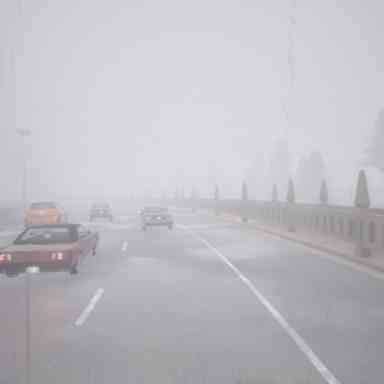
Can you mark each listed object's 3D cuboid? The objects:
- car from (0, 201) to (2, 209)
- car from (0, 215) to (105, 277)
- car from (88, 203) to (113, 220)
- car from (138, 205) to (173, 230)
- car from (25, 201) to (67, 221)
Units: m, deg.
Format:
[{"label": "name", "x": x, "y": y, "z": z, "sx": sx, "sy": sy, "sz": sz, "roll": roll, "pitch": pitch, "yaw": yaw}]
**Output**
[{"label": "car", "x": -30.730, "y": 1.796, "z": 51.667, "sx": 1.882, "sy": 1.535, "sz": 5.008, "roll": 0, "pitch": 0, "yaw": -34}, {"label": "car", "x": -4.152, "y": 1.623, "z": 10.384, "sx": 1.895, "sy": 1.301, "sz": 4.718, "roll": 0, "pitch": 0, "yaw": -6}, {"label": "car", "x": -7.726, "y": 1.612, "z": 28.164, "sx": 2.033, "sy": 1.411, "sz": 5.357, "roll": 0, "pitch": 0, "yaw": -17}, {"label": "car", "x": -2.427, "y": 1.571, "z": 21.507, "sx": 2.033, "sy": 1.411, "sz": 5.357, "roll": 0, "pitch": 0, "yaw": -13}, {"label": "car", "x": -10.095, "y": 1.423, "z": 23.270, "sx": 2.097, "sy": 1.767, "sz": 4.553, "roll": 0, "pitch": 0, "yaw": -14}]
